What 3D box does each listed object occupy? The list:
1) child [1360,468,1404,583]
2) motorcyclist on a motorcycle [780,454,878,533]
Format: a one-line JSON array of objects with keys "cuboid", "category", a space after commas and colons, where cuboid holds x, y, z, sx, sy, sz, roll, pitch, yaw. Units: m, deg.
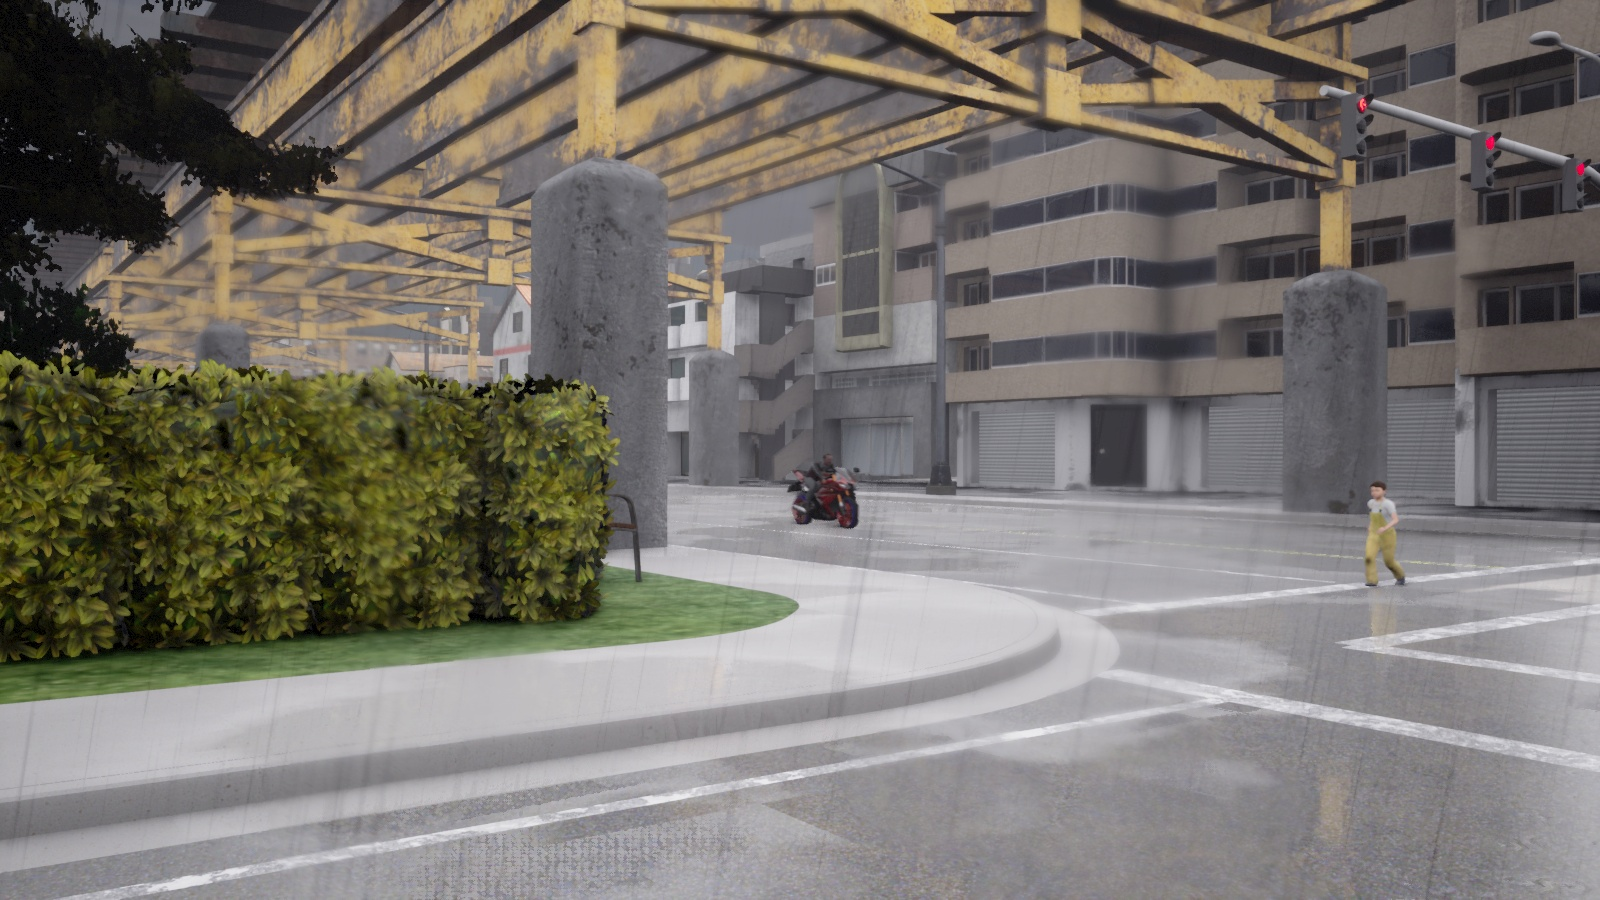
[{"cuboid": [6.539, 0.840, 14.112, 0.437, 1.263, 0.270, 0, 0, -36], "category": "child"}, {"cuboid": [0.563, 0.841, 25.474, 0.866, 1.530, 2.191, 0, 0, -35], "category": "motorcyclist on a motorcycle"}]
